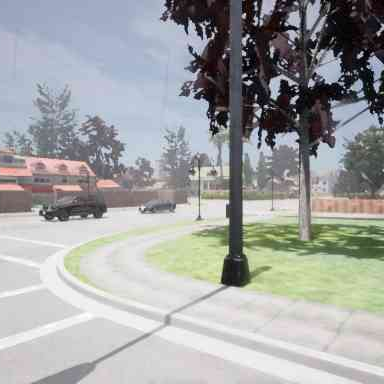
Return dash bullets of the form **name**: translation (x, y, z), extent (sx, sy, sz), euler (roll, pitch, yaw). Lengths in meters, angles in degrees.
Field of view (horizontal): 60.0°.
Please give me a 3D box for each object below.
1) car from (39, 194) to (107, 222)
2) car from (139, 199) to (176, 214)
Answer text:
- **car**: translation (-9.536, 1.222, 27.239), extent (2.150, 2.045, 5.566), euler (0, 0, 35)
- **car**: translation (-3.661, 1.492, 35.905), extent (2.128, 1.511, 4.902), euler (0, 0, 34)
